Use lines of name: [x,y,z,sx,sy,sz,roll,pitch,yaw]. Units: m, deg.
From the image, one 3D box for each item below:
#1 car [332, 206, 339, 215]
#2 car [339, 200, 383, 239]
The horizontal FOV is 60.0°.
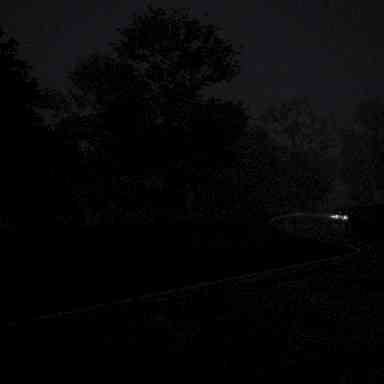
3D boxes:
car: [16.209,1.516,32.821,5.357,1.411,2.033,0,0,-32]
car: [9.181,1.336,15.085,2.097,1.767,4.553,0,0,-11]
